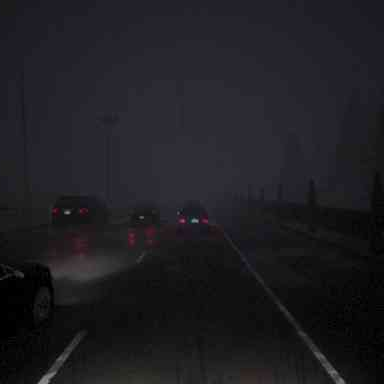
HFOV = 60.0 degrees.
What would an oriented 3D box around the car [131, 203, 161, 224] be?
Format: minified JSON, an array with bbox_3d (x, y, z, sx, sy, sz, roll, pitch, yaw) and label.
[{"bbox_3d":[-3.400,1.539,24.947,1.812,1.442,4.674,0,0,0],"label":"car"}]

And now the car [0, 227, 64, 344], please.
[{"bbox_3d":[-3.406,1.494,4.081,2.128,1.511,4.902,0,0,0],"label":"car"}]

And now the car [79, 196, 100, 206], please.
[{"bbox_3d":[-17.543,1.522,57.315,2.128,1.511,4.902,0,0,1],"label":"car"}]

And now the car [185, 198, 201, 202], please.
[{"bbox_3d":[0.100,1.499,42.140,1.882,1.535,5.008,0,0,0],"label":"car"}]

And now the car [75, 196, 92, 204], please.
[{"bbox_3d":[-21.001,1.558,64.508,1.812,1.442,4.674,0,0,0],"label":"car"}]

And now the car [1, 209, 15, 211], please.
[{"bbox_3d":[-14.101,1.559,23.145,2.033,1.411,5.357,0,0,0],"label":"car"}]

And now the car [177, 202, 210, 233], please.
[{"bbox_3d":[0.097,1.558,19.828,2.033,1.411,5.357,0,0,0],"label":"car"}]

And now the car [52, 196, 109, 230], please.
[{"bbox_3d":[-6.900,1.232,21.097,2.150,2.045,5.566,0,0,0],"label":"car"}]
